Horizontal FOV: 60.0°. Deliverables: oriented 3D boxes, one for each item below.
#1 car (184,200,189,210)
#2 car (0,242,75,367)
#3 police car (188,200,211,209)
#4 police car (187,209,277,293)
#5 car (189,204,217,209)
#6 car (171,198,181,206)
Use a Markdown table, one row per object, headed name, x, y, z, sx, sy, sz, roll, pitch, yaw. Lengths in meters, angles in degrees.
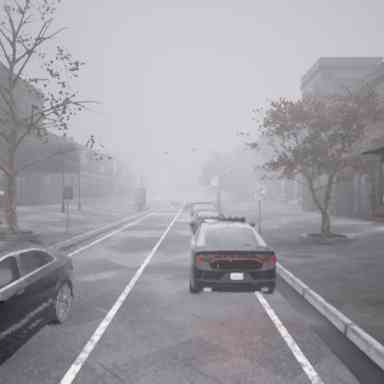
| name | x | y | z | sx | sy | sz | roll | pitch | yaw |
| --- | --- | --- | --- | --- | --- | --- | --- | --- | --- |
| car | -0.039 | 1.839 | 47.683 | 1.812 | 1.442 | 4.674 | 0 | 0 | 0 |
| car | -3.106 | 1.516 | 4.351 | 2.128 | 1.511 | 4.902 | 0 | 0 | 0 |
| police car | 0.867 | 1.594 | 25.164 | 1.930 | 1.638 | 5.238 | 0 | 0 | 0 |
| police car | 0.888 | 1.483 | 9.164 | 1.930 | 1.638 | 5.238 | 0 | 0 | 0 |
| car | 0.875 | 1.652 | 19.053 | 1.812 | 1.442 | 4.674 | 0 | 0 | 0 |
| car | -3.083 | 1.890 | 63.602 | 2.033 | 1.411 | 5.357 | 0 | 0 | 0 |
